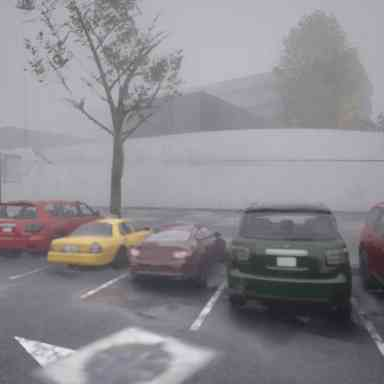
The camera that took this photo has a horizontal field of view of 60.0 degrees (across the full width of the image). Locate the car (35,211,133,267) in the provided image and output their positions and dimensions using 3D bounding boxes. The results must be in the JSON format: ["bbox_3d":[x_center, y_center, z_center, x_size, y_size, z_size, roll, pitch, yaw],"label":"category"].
[{"bbox_3d":[-2.638,1.566,11.550,1.946,1.575,5.366,-1,-1,15],"label":"car"}]

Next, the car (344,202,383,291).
[{"bbox_3d":[4.671,1.232,6.129,2.435,2.045,5.566,0,-1,15],"label":"car"}]

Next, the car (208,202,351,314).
[{"bbox_3d":[2.227,1.260,7.931,2.435,2.045,5.566,-1,-1,15],"label":"car"}]

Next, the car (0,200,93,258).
[{"bbox_3d":[-5.135,1.343,13.130,2.435,2.045,5.566,-1,-1,15],"label":"car"}]

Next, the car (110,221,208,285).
[{"bbox_3d":[-0.235,1.579,9.633,2.002,1.452,4.674,-1,-1,15],"label":"car"}]
